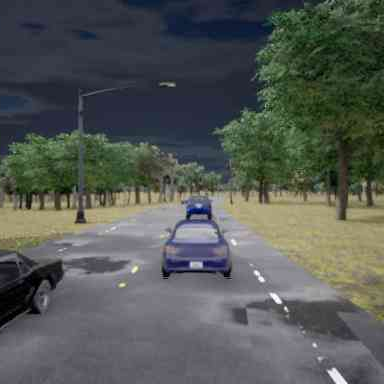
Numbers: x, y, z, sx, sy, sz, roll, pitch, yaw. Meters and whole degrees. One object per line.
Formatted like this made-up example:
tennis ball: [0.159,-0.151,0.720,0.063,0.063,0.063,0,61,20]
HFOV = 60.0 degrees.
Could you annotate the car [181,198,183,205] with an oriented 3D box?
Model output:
car: [-1.092,1.707,64.629,1.882,1.535,5.008,0,0,5]

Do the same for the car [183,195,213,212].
car: [0.645,1.302,29.741,2.150,2.045,5.566,0,0,2]

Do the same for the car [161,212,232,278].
car: [0.149,1.553,10.133,1.812,1.442,4.674,0,0,1]

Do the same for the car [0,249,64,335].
car: [-3.655,1.613,4.848,1.895,1.301,4.718,0,0,0]
